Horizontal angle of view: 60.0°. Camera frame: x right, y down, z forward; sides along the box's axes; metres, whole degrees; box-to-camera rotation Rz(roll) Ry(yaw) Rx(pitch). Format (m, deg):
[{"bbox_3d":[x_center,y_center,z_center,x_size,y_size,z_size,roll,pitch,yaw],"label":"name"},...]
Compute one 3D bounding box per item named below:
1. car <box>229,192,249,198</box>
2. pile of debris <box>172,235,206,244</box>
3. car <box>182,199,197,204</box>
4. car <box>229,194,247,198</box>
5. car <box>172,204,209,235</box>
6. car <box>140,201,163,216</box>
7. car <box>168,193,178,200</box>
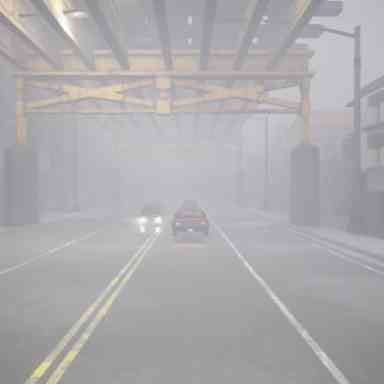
[{"bbox_3d":[12.680,0.892,90.451,4.974,1.542,2.038,0,1,24],"label":"car"},{"bbox_3d":[-0.139,2.172,15.399,1.500,0.140,1.860,0,0,-1],"label":"pile of debris"},{"bbox_3d":[-0.300,1.537,40.790,1.994,1.385,4.181,0,0,-1],"label":"car"},{"bbox_3d":[12.396,0.941,86.289,4.974,1.542,2.038,0,1,-21],"label":"car"},{"bbox_3d":[-0.092,1.596,18.718,1.895,1.301,4.718,0,0,0],"label":"car"},{"bbox_3d":[-3.918,1.603,32.956,1.895,1.301,4.718,0,0,-1],"label":"car"},{"bbox_3d":[-4.244,1.096,74.272,1.837,1.490,4.892,0,1,-1],"label":"car"}]
